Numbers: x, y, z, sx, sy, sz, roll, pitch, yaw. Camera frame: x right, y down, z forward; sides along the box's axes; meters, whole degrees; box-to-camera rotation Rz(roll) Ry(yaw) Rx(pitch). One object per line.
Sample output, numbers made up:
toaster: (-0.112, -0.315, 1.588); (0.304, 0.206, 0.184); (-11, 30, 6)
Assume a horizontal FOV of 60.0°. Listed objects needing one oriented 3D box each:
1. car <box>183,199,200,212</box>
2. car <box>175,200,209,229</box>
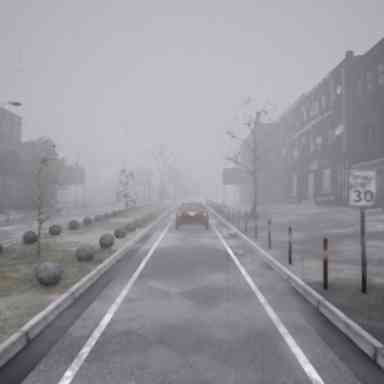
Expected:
car: (-0.071, 1.637, 40.833); (2.033, 1.411, 5.357); (0, 0, 0)
car: (0.006, 1.400, 22.313); (2.097, 1.767, 4.553); (0, 0, 0)
